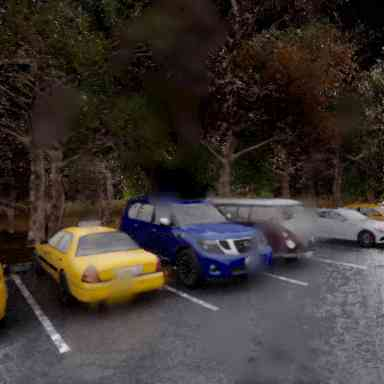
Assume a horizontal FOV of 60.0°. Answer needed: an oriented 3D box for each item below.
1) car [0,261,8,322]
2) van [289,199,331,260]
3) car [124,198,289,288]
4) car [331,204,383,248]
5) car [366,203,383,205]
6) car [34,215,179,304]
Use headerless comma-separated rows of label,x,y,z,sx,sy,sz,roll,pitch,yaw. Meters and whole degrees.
car,-4.924,1.529,6.550,2.097,1.535,5.008,-1,0,-35
van,2.071,1.218,11.337,1.878,1.987,4.442,-1,0,-35
car,-0.257,1.221,9.806,2.435,2.045,5.566,-1,0,-35
car,6.561,1.428,14.639,2.002,1.452,4.674,-1,0,-35
car,8.837,1.359,16.243,2.097,1.535,5.008,-1,0,-35
car,-2.655,1.498,8.379,1.946,1.575,5.366,-1,0,-35
